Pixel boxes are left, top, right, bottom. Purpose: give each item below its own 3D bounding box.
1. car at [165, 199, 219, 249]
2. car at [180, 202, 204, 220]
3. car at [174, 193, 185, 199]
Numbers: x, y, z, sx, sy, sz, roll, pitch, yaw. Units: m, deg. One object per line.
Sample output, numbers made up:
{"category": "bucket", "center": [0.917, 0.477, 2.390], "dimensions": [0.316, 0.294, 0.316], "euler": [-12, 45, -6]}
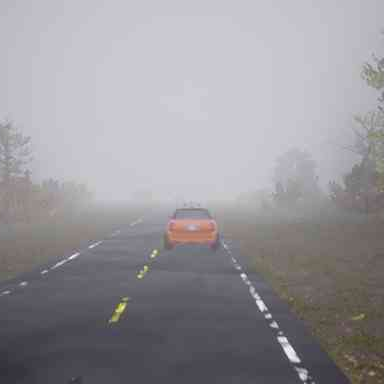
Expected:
{"category": "car", "center": [0.000, 1.368, 14.662], "dimensions": [2.097, 1.767, 4.553], "euler": [0, 0, 0]}
{"category": "car", "center": [0.000, 1.626, 29.724], "dimensions": [1.895, 1.301, 4.718], "euler": [0, 0, 0]}
{"category": "car", "center": [-2.750, 1.224, 74.706], "dimensions": [2.150, 2.045, 5.566], "euler": [0, 0, 0]}
